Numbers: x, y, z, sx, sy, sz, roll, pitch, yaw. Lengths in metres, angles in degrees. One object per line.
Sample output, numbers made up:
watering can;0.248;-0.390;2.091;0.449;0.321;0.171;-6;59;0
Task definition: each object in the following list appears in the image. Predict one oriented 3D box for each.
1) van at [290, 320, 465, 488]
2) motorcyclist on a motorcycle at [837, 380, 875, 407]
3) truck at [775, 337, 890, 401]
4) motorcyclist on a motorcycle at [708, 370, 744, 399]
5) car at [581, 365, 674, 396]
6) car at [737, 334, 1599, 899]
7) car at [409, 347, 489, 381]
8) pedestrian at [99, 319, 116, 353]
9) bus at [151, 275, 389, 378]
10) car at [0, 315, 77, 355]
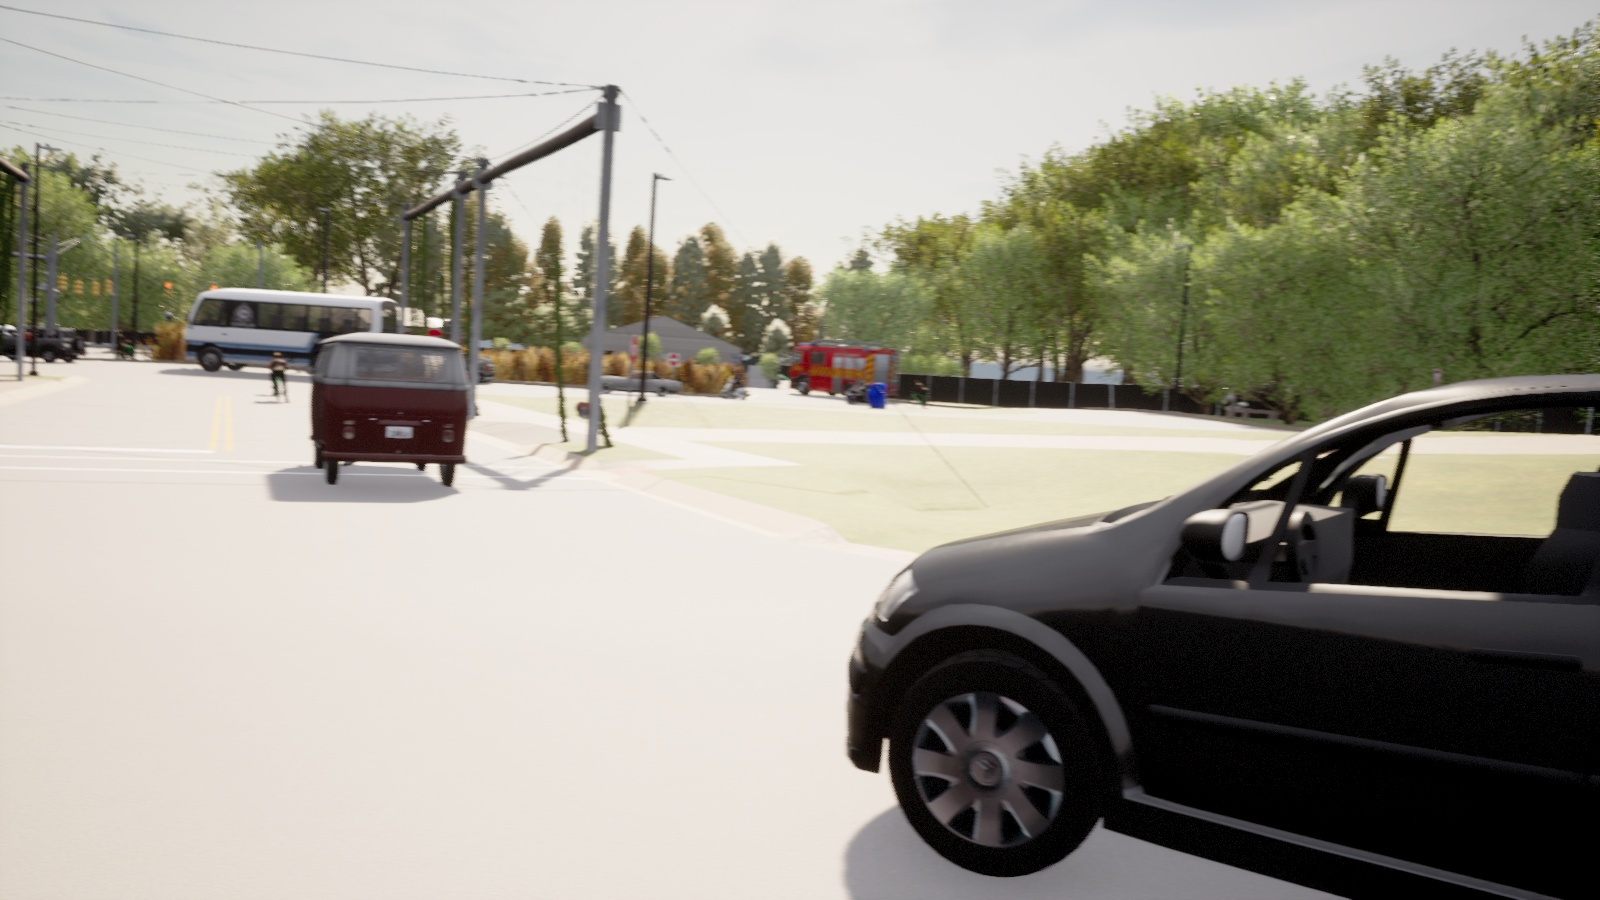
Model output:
van;-6.034;-0.700;17.591;1.775;1.987;4.442;2;3;-25
motorcyclist on a motorcycle;3.364;-3.416;75.757;2.191;1.530;0.866;3;4;3
truck;2.083;-5.474;84.325;2.891;3.827;8.468;-1;6;-37
motorcyclist on a motorcycle;-4.296;-3.811;73.098;1.817;1.590;0.866;2;4;-32
car;-9.177;-3.704;66.811;4.718;1.301;1.895;3;4;-11
car;1.966;0.535;3.784;3.988;1.617;1.851;5;6;36
car;-18.867;-4.651;67.566;3.705;1.549;1.789;4;5;-1
pedestrian;-40.234;-6.620;72.967;0.692;1.930;0.395;4;5;-5
bus;-26.724;-6.254;63.778;10.273;4.253;3.944;4;5;0
car;-39.580;-5.870;63.786;4.605;1.855;1.932;3;5;0
